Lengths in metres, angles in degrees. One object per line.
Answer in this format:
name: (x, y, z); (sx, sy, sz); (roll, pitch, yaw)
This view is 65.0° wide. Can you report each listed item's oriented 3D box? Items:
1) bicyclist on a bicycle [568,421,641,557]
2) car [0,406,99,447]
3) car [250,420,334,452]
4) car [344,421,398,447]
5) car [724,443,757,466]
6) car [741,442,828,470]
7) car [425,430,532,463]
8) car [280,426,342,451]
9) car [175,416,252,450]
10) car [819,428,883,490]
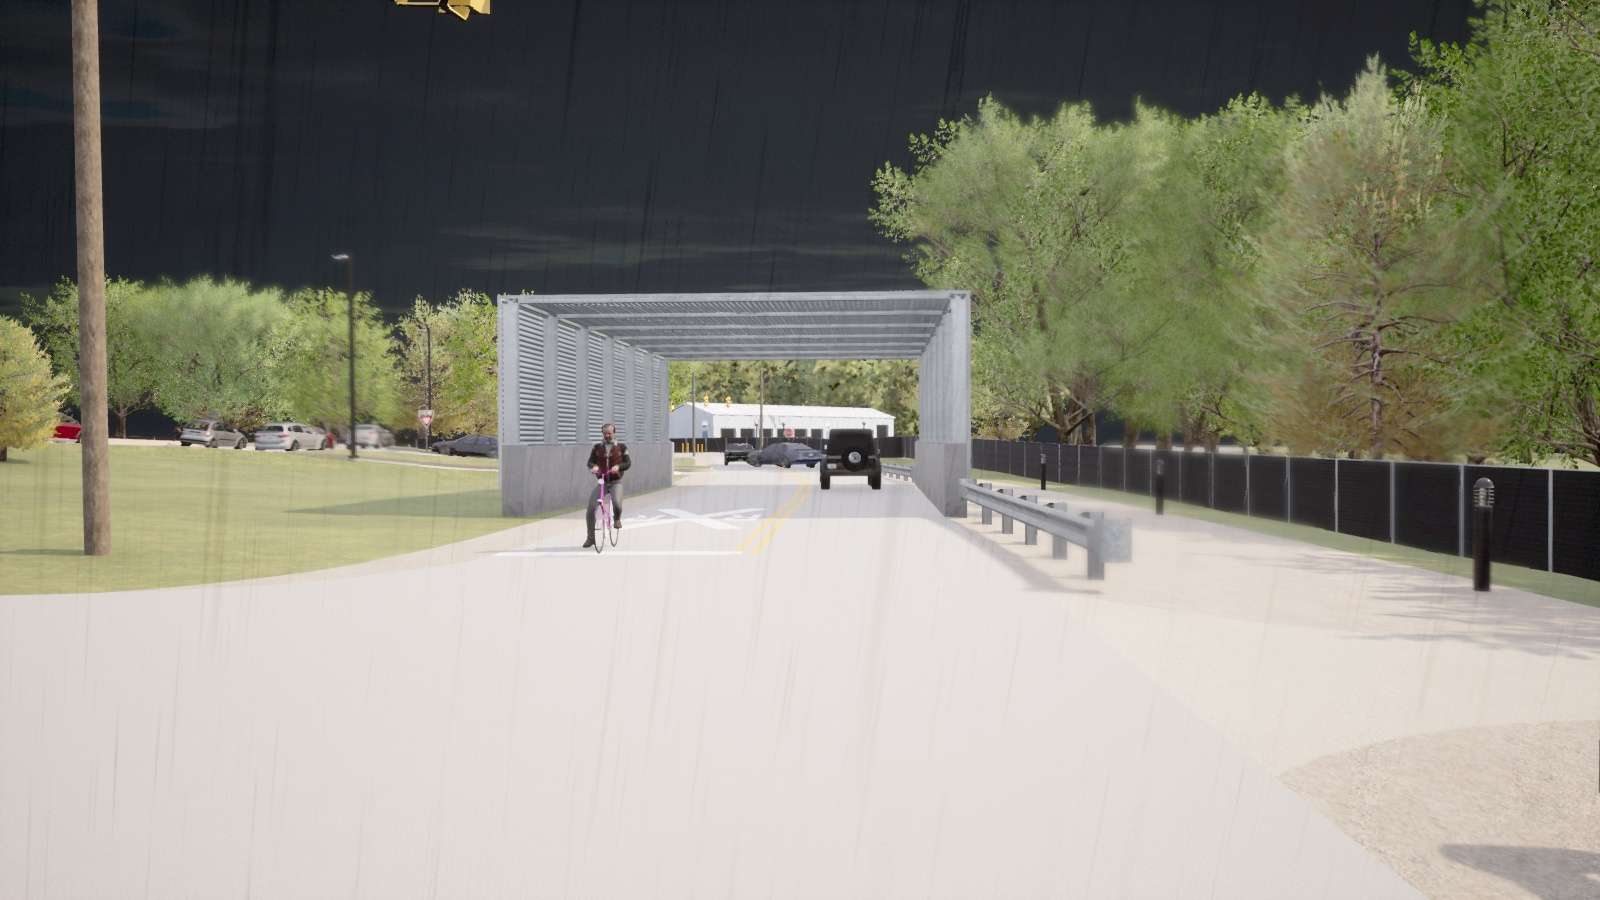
bicyclist on a bicycle: (-2.667, 0.512, 17.283); (0.659, 1.776, 1.843); (0, 0, 2)
car: (-35.325, -1.082, 59.058); (1.789, 1.549, 3.705); (5, -1, 22)
car: (-27.904, -0.777, 69.133); (2.242, 1.667, 4.611); (0, 1, 9)
car: (-28.354, -1.037, 83.135); (2.152, 1.651, 5.027); (0, 1, -3)
car: (-3.573, 0.248, 74.553); (1.895, 1.301, 4.718); (0, 1, -3)
car: (-0.898, 0.272, 68.290); (2.033, 1.411, 5.357); (-1, 1, -35)
car: (-17.879, -0.200, 69.893); (5.357, 1.411, 2.033); (4, 1, 16)
car: (-31.833, -0.778, 81.880); (1.882, 1.535, 5.008); (-1, 1, 2)
car: (-32.490, -0.925, 69.683); (1.851, 1.617, 3.988); (6, 0, 7)
car: (1.584, 0.266, 40.085); (1.905, 1.878, 3.866); (0, 0, 1)
